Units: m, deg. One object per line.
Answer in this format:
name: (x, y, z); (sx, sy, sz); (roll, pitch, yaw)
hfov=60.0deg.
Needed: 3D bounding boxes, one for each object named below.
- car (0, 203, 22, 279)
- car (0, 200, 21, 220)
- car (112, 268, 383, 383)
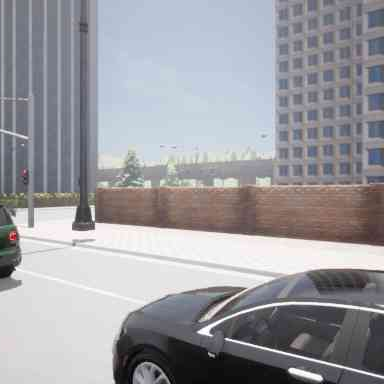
car: (-6.735, 1.221, 8.778); (5.566, 2.045, 2.150); (0, 0, 35)
car: (-16.563, 1.491, 26.409); (2.128, 1.511, 4.902); (0, 0, 38)
car: (1.343, 1.505, 3.035); (4.892, 1.490, 1.837); (0, 0, 36)
